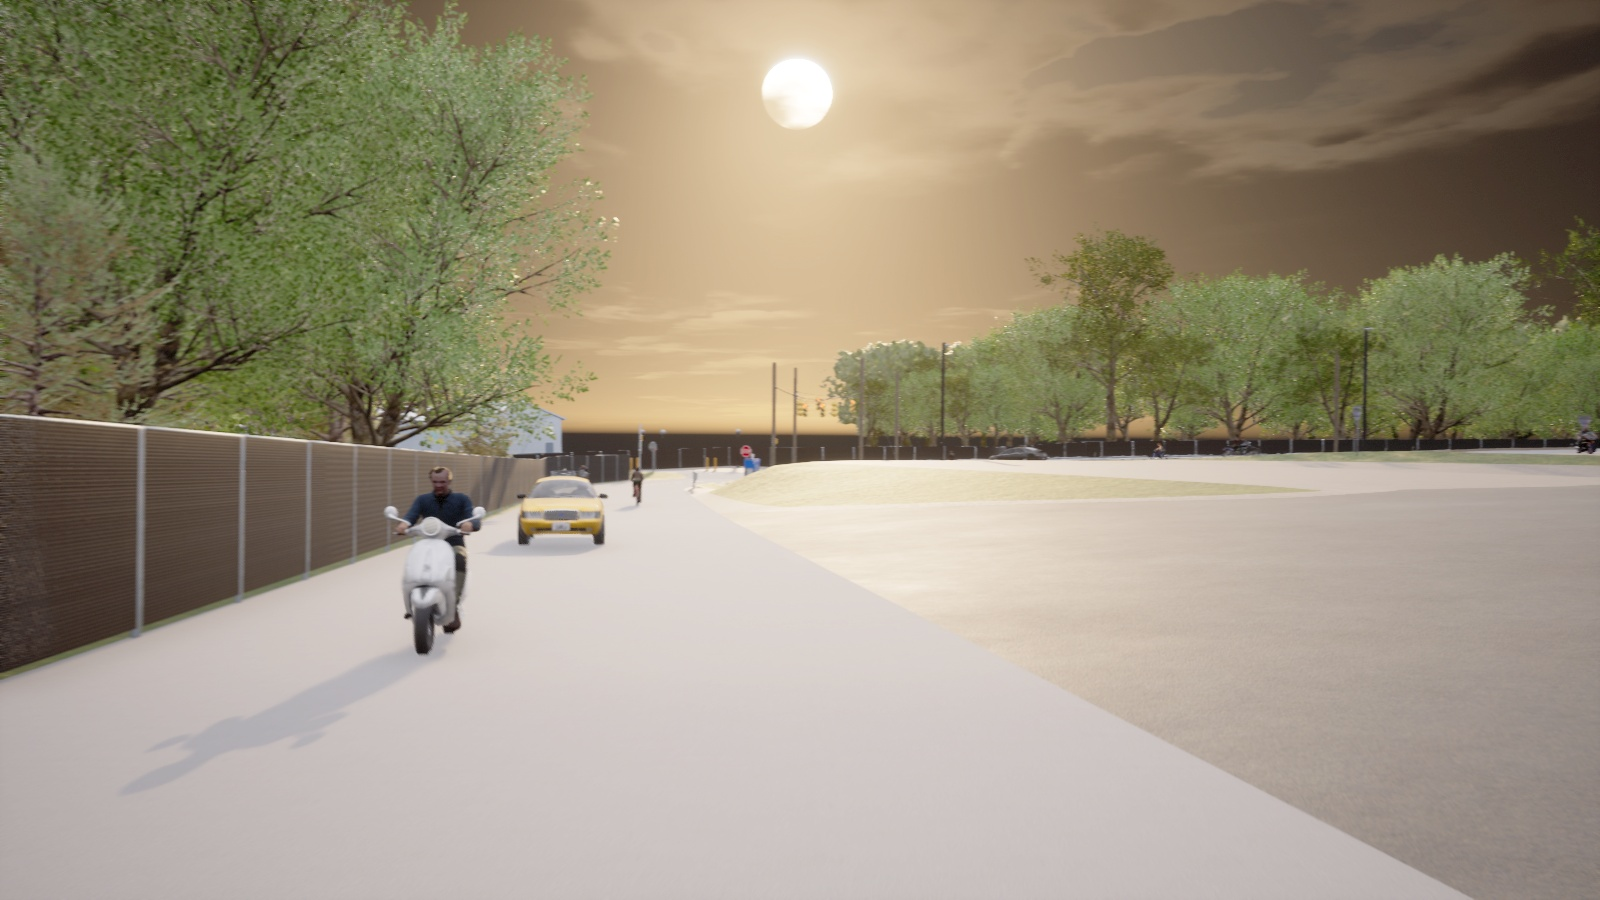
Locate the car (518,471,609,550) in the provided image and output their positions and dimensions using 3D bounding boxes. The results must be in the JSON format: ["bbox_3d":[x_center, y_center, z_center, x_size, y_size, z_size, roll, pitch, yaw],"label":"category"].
[{"bbox_3d":[-5.231,1.269,27.987,1.801,1.575,5.366,0,-1,-10],"label":"car"}]

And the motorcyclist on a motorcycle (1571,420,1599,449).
[{"bbox_3d":[43.231,-0.828,68.878,0.866,1.530,2.191,-3,0,11],"label":"motorcyclist on a motorcycle"}]

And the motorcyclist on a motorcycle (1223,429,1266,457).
[{"bbox_3d":[27.861,-0.458,78.757,2.350,1.649,0.766,-3,-1,39],"label":"motorcyclist on a motorcycle"}]

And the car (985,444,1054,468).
[{"bbox_3d":[16.459,0.432,94.401,1.837,1.490,4.892,-1,-3,-43],"label":"car"}]

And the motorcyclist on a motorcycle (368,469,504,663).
[{"bbox_3d":[-3.208,0.970,11.256,0.866,1.590,1.817,0,-1,-6],"label":"motorcyclist on a motorcycle"}]
